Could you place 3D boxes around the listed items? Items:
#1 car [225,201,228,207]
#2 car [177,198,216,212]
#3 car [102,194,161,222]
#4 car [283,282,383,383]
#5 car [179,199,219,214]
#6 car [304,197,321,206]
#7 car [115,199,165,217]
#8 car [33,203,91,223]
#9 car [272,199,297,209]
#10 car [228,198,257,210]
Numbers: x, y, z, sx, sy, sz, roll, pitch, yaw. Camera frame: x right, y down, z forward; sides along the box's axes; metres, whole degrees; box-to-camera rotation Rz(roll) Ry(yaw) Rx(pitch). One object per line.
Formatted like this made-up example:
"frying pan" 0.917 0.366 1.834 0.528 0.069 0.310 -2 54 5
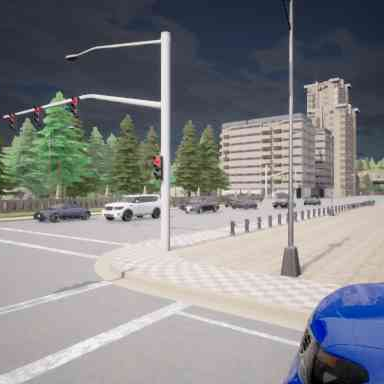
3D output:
"car" 6.491 1.564 48.822 1.994 1.385 4.181 0 0 36
"car" 0.665 1.547 40.714 2.033 1.411 5.357 0 0 36
"car" -4.683 1.221 27.192 2.150 2.045 5.566 0 0 35
"car" 3.316 1.221 1.601 5.566 2.045 2.150 0 0 36
"car" 1.082 1.492 35.271 2.128 1.511 4.902 0 0 36
"car" 20.195 1.564 55.706 1.994 1.385 4.181 0 0 35
"car" -5.012 1.491 32.758 2.128 1.511 4.902 0 0 35
"car" -9.977 1.564 25.799 1.994 1.385 4.181 0 0 36
"car" 12.673 1.600 45.160 1.895 1.301 4.718 0 0 35
"car" 6.909 1.564 43.412 1.994 1.385 4.181 0 0 36
